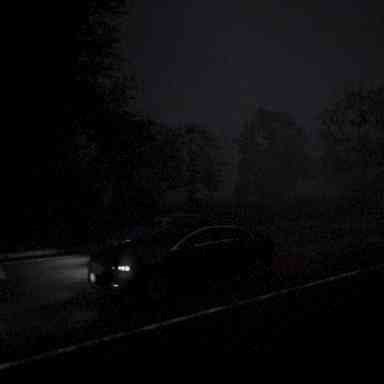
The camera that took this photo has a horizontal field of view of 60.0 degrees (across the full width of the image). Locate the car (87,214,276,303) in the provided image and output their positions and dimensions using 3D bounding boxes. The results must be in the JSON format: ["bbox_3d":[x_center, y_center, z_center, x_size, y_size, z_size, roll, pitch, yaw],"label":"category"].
[{"bbox_3d":[-0.036,1.486,8.251,4.902,1.511,2.128,0,0,-35],"label":"car"}]

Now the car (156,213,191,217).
[{"bbox_3d":[-0.758,1.516,12.031,4.674,1.442,1.812,0,0,-35],"label":"car"}]
